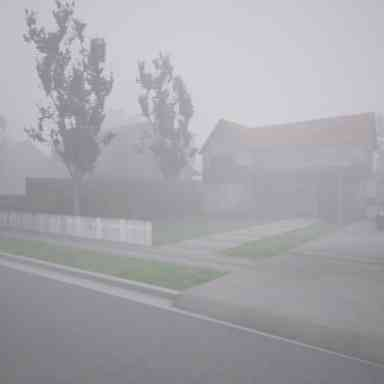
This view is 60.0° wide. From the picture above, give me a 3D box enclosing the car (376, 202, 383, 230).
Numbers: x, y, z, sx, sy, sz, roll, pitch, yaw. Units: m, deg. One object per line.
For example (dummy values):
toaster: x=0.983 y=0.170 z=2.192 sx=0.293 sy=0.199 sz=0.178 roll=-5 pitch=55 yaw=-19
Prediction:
car: x=10.959 y=1.012 z=17.502 sx=1.905 sy=1.878 sz=3.866 roll=0 pitch=0 yaw=36
